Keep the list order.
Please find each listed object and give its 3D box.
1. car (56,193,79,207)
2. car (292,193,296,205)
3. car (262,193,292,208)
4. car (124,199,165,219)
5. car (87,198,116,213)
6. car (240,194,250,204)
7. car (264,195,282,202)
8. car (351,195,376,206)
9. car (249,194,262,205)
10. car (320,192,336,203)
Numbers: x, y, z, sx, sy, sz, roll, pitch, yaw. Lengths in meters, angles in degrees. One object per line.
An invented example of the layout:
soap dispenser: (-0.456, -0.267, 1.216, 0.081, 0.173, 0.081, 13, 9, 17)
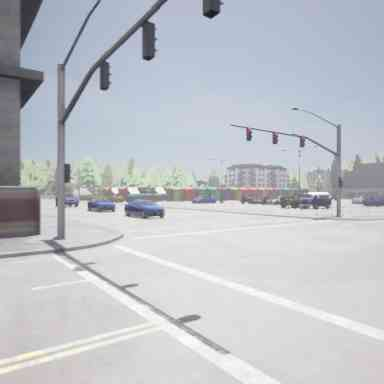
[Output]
car: (-18.323, 1.167, 48.725, 2.150, 2.045, 5.566, 0, 0, -35)
car: (19.578, 1.156, 71.284, 4.605, 1.855, 1.932, 0, 0, -35)
car: (13.727, 1.398, 53.536, 3.806, 1.475, 1.970, 0, 0, -35)
car: (-4.189, 1.423, 28.927, 1.882, 1.535, 5.008, 0, 0, -36)
car: (-10.239, 1.422, 37.383, 1.882, 1.535, 5.008, 0, 0, -35)
car: (10.471, 1.155, 58.066, 4.605, 1.855, 1.932, 0, 0, -35)
car: (17.961, 1.367, 73.688, 3.905, 1.438, 1.784, 0, 0, -35)
car: (29.392, 1.399, 57.529, 3.806, 1.475, 1.970, 0, 0, -35)
car: (12.059, 1.366, 55.902, 3.905, 1.438, 1.784, 0, 0, -35)
car: (33.882, 1.160, 81.401, 3.866, 1.878, 1.905, 0, 0, -35)
